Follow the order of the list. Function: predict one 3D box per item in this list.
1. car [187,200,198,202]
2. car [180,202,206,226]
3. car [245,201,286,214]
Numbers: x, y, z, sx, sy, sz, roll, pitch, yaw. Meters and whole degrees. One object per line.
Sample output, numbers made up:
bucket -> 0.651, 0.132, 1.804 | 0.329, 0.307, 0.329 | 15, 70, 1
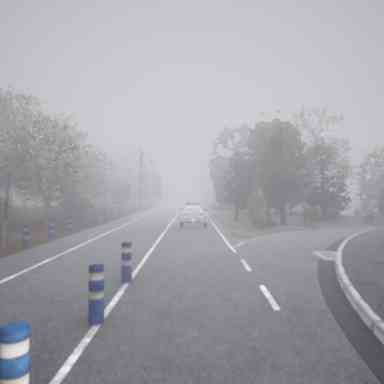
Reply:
car -> 0.087, 1.749, 43.340 | 1.882, 1.535, 5.008 | 0, -1, 0
car -> 0.092, 1.675, 24.429 | 1.812, 1.442, 4.674 | 0, 0, 0
car -> 8.294, 1.698, 37.754 | 2.128, 1.511, 4.902 | 7, -5, -44
